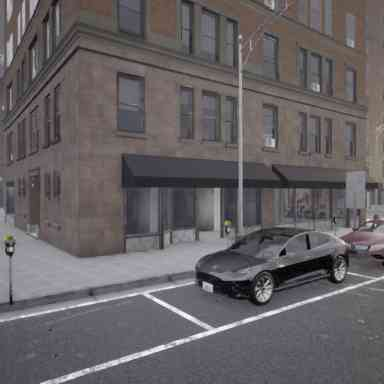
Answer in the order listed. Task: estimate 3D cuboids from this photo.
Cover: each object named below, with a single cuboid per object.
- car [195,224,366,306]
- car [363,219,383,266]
[{"bbox_3d":[2.088,1.566,8.056,4.313,1.339,1.947,0,0,-36],"label":"car"},{"bbox_3d":[6.550,1.582,11.274,4.206,1.307,1.802,0,0,-36],"label":"car"}]
